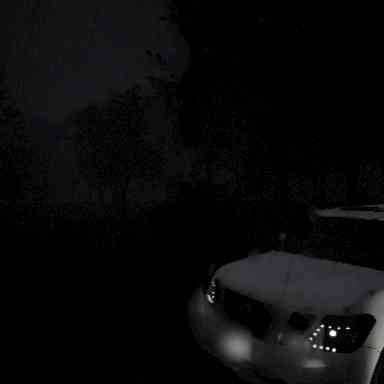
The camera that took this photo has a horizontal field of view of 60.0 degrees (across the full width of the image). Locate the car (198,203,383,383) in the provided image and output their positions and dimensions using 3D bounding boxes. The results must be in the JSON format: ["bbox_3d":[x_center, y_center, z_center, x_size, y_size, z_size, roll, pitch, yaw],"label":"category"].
[{"bbox_3d":[2.752,1.218,4.899,5.566,2.045,2.150,0,0,-34],"label":"car"}]
